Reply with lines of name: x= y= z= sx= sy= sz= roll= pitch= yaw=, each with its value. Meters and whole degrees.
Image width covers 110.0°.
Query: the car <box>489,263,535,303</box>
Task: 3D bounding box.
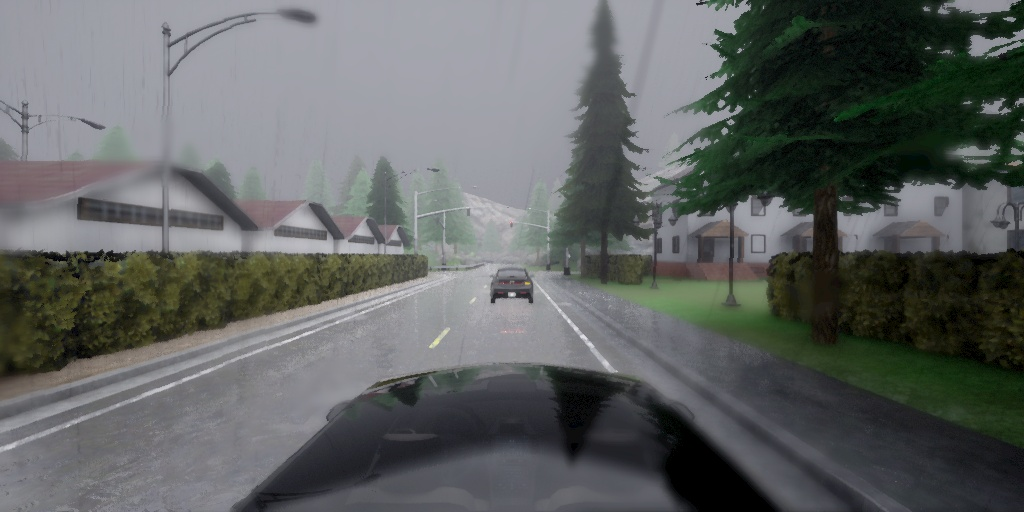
car: x=0.000 y=1.264 z=16.500 sx=1.837 sy=1.490 sz=4.892 roll=0 pitch=0 yaw=0
